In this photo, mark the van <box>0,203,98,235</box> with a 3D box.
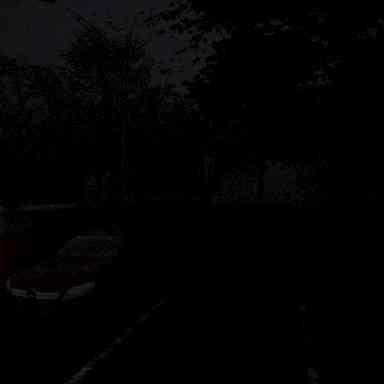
[{"bbox_3d":[-4.321,1.309,9.245,1.878,1.987,4.442,0,-1,15],"label":"van"}]

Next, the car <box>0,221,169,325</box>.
[{"bbox_3d":[-1.910,1.559,7.424,2.002,1.452,4.674,0,-1,15],"label":"car"}]

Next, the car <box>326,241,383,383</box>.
[{"bbox_3d":[2.929,1.359,3.962,2.185,1.767,4.553,0,-1,15],"label":"car"}]
